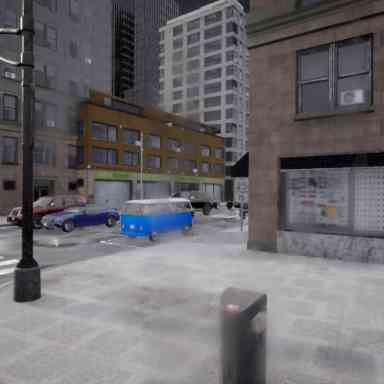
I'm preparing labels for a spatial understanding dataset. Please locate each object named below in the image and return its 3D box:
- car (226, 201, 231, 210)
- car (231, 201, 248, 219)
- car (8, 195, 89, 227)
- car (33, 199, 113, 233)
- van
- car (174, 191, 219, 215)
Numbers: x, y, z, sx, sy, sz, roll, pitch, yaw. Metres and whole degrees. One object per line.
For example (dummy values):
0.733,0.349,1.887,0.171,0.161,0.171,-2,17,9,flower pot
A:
5.458,1.178,35.369,1.895,1.301,4.718,1,1,36,car
5.036,1.280,24.614,2.008,1.369,4.403,1,1,35,car
-8.399,1.123,20.372,2.192,1.841,5.009,1,1,35,car
-6.177,1.351,18.926,1.812,1.442,4.674,0,1,35,car
-1.439,1.208,15.451,1.690,1.788,3.998,1,1,35,van
-0.405,0.924,27.082,2.150,2.045,5.566,0,1,35,car
